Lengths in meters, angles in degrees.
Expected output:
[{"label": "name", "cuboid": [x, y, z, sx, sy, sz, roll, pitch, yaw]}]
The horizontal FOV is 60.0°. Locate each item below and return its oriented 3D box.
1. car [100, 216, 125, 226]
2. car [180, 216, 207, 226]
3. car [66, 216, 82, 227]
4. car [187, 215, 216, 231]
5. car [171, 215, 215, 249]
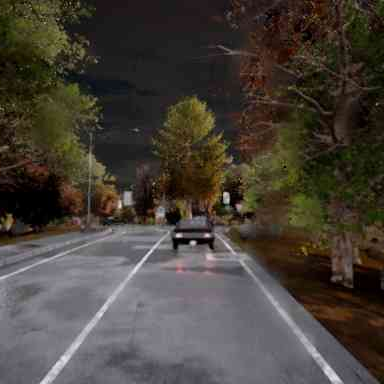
[{"label": "car", "cuboid": [-16.141, 5.910, 67.933, 2.150, 2.045, 5.566, -4, -5, 36]}, {"label": "car", "cuboid": [0.319, 6.467, 73.927, 5.566, 2.045, 2.150, 0, -5, 12]}, {"label": "car", "cuboid": [-18.215, 4.561, 51.405, 2.097, 1.767, 4.553, 2, -6, -19]}, {"label": "car", "cuboid": [1.013, 2.954, 31.859, 2.033, 1.411, 5.357, -1, -5, 9]}, {"label": "car", "cuboid": [0.088, 1.992, 16.451, 1.895, 1.301, 4.718, 0, -3, 1]}]
